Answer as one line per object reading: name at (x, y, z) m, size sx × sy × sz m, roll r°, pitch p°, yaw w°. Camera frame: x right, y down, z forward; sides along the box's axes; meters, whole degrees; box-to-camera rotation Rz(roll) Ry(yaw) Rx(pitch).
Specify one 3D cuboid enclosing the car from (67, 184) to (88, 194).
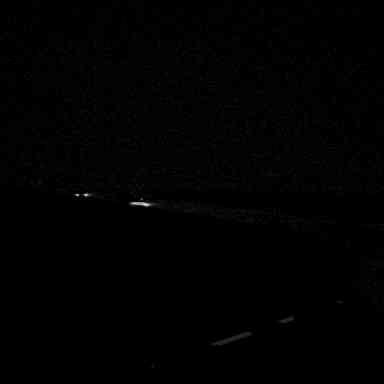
car at (-17.577, -0.461, 50.692) m, size 2.033 × 1.411 × 5.357 m, roll -1°, pitch 3°, yaw -36°

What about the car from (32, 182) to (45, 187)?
car at (-38.637, -1.644, 84.645) m, size 1.812 × 1.442 × 4.674 m, roll -1°, pitch 1°, yaw -36°

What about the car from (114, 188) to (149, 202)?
car at (-6.524, 0.258, 35.178) m, size 2.033 × 1.411 × 5.357 m, roll -1°, pitch 3°, yaw -36°
